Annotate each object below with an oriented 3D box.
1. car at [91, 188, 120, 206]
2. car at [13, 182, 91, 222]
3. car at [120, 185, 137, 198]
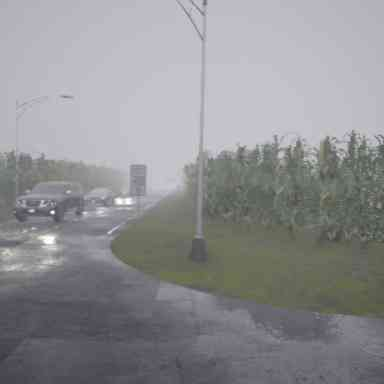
[{"bbox_3d":[-7.871,0.396,28.780,1.812,1.442,4.674,1,2,-1],"label":"car"},{"bbox_3d":[-7.699,0.446,18.644,2.150,2.045,5.566,1,2,-1],"label":"car"},{"bbox_3d":[-8.062,-0.111,42.228,2.128,1.511,4.902,1,2,-1],"label":"car"}]
